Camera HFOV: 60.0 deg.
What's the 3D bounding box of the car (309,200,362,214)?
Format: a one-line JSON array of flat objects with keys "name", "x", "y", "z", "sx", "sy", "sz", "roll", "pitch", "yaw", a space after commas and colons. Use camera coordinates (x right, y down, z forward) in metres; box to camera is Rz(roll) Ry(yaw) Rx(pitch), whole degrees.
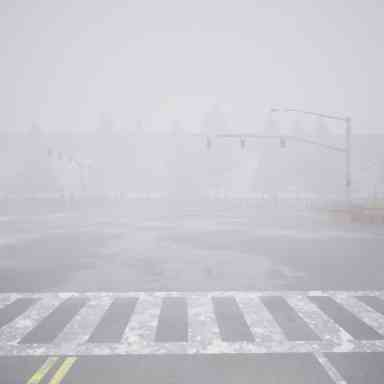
[{"name": "car", "x": 15.411, "y": 1.547, "z": 35.539, "sx": 5.357, "sy": 1.411, "sz": 2.033, "roll": 0, "pitch": 0, "yaw": -2}]
